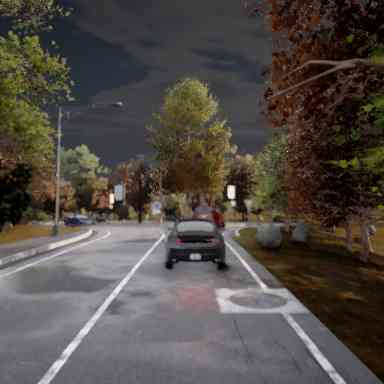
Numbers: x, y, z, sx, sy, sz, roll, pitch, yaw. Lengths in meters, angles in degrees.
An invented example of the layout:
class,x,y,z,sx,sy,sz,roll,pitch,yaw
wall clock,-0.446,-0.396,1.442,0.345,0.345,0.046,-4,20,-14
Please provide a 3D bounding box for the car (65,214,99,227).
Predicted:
class,x,y,z,sx,sy,sz,roll,pitch,yaw
car,-13.324,3.325,39.137,4.674,1.442,1.812,-4,-6,44

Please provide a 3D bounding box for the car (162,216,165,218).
class,x,y,z,sx,sy,sz,roll,pitch,yaw
car,-4.175,5.366,68.564,4.892,1.490,1.837,1,-4,-5

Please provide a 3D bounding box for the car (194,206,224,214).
class,x,y,z,sx,sy,sz,roll,pitch,yaw
car,1.463,2.219,28.275,2.150,2.045,5.566,-1,-4,11

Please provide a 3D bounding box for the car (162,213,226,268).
class,x,y,z,sx,sy,sz,roll,pitch,yaw
car,0.116,1.653,11.739,1.837,1.490,4.892,0,-2,0

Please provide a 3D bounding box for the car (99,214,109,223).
class,x,y,z,sx,sy,sz,roll,pitch,yaw
car,-17.271,4.859,60.480,1.837,1.490,4.892,-3,-4,32
